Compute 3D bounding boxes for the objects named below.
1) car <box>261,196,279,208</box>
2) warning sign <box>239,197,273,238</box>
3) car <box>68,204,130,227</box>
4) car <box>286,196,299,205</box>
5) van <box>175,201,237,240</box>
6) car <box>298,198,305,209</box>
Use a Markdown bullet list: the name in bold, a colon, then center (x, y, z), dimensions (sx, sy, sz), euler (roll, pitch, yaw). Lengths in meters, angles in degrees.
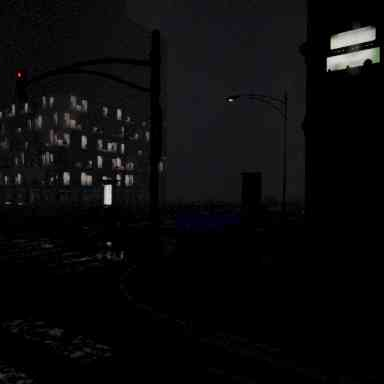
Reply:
- **car**: center (10.035, 1.293, 44.420), dimensions (1.967, 1.590, 4.097), euler (1, 1, 35)
- **warning sign**: center (3.115, 1.177, 16.125), dimensions (1.300, 1.860, 1.060), euler (1, 1, 35)
- **car**: center (-5.999, 1.467, 21.879), dimensions (1.947, 1.339, 4.313), euler (1, 1, 35)
- **car**: center (16.349, 1.364, 53.300), dimensions (1.752, 1.417, 4.829), euler (1, 1, 35)
- **van**: center (0.833, 1.368, 17.019), dimensions (1.690, 1.788, 3.998), euler (1, 1, 35)
- **car**: center (15.591, 1.442, 42.344), dimensions (1.837, 1.490, 4.892), euler (1, 1, 36)
